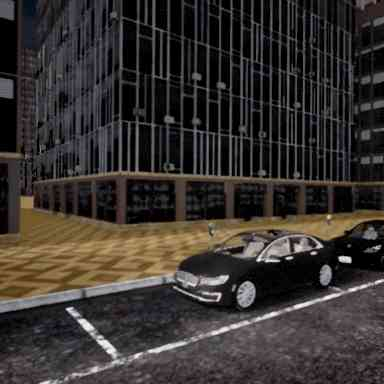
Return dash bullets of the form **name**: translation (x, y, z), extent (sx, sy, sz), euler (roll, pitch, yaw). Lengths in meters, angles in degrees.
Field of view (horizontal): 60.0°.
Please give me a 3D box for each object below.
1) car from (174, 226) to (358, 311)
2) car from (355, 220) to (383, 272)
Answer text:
- **car**: translation (1.651, 1.578, 7.725), extent (4.403, 1.369, 2.008), euler (0, 0, -35)
- **car**: translation (6.289, 1.620, 11.026), extent (4.313, 1.339, 1.947), euler (0, 0, -35)
